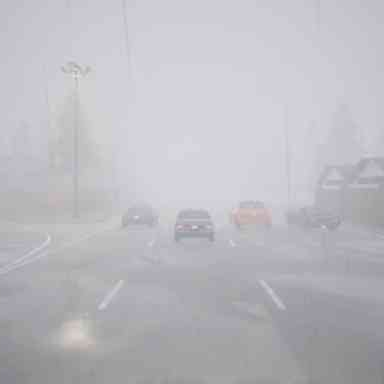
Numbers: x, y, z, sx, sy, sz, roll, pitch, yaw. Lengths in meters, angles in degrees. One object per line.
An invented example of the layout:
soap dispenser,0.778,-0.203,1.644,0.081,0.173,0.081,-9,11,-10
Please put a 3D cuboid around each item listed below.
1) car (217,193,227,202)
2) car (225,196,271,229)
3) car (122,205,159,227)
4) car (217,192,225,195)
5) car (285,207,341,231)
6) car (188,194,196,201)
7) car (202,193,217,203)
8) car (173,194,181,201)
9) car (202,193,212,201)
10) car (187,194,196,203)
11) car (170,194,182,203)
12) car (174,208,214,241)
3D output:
car,6.992,1.435,69.329,1.994,1.385,4.181,0,0,0
car,3.598,1.316,21.472,2.097,1.767,4.553,0,0,0
car,-3.403,1.526,22.396,1.994,1.385,4.181,0,0,0
car,6.990,1.008,79.132,2.150,2.045,5.566,0,0,0
car,7.098,1.567,20.179,1.895,1.301,4.718,0,0,0
car,-0.010,1.195,78.270,1.882,1.535,5.008,0,0,0
car,3.492,1.235,68.237,2.097,1.767,4.553,0,0,0
car,-3.510,1.241,78.270,1.812,1.442,4.674,0,0,0
car,3.490,1.073,78.241,2.097,1.767,4.553,0,0,0
car,-0.008,1.431,67.852,2.033,1.411,5.357,0,0,0
car,-3.508,1.431,67.851,2.033,1.411,5.357,0,0,0
car,0.099,1.520,16.422,2.033,1.411,5.357,0,0,0
